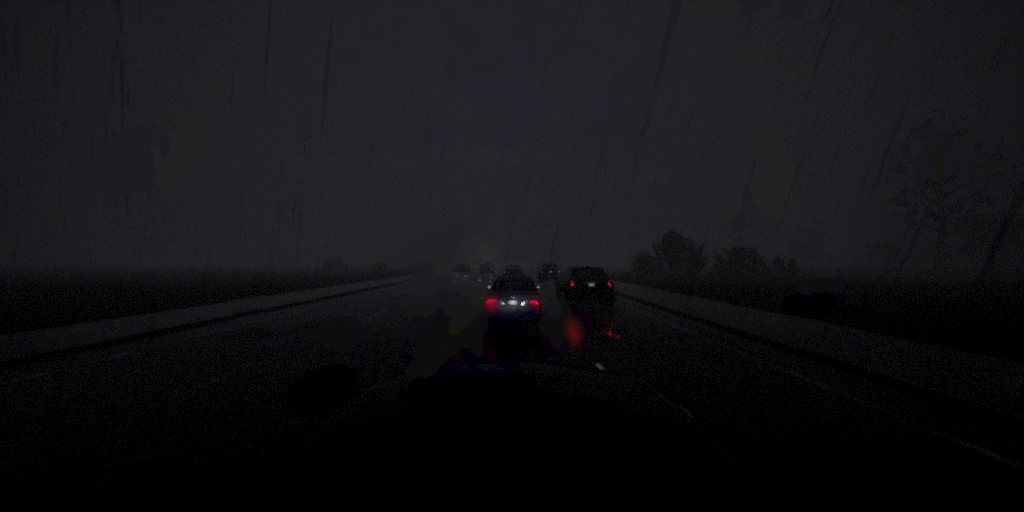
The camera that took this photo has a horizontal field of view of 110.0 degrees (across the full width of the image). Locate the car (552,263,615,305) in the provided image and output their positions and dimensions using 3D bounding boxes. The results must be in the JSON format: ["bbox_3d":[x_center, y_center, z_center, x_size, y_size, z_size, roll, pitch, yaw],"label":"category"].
[{"bbox_3d":[3.332,1.250,17.135,2.097,1.767,4.553,0,-1,0],"label":"car"}]

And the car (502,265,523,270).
[{"bbox_3d":[0.083,1.578,33.554,1.812,1.442,4.674,0,-1,0],"label":"car"}]

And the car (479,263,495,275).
[{"bbox_3d":[-3.344,1.670,48.325,1.882,1.535,5.008,0,0,0],"label":"car"}]

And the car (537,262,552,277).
[{"bbox_3d":[3.330,1.393,32.339,2.097,1.767,4.553,0,-1,0],"label":"car"}]

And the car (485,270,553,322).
[{"bbox_3d":[0.066,1.404,12.743,2.033,1.411,5.357,0,-1,0],"label":"car"}]

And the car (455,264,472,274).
[{"bbox_3d":[-6.590,1.763,49.047,1.994,1.385,4.181,0,-1,0],"label":"car"}]
